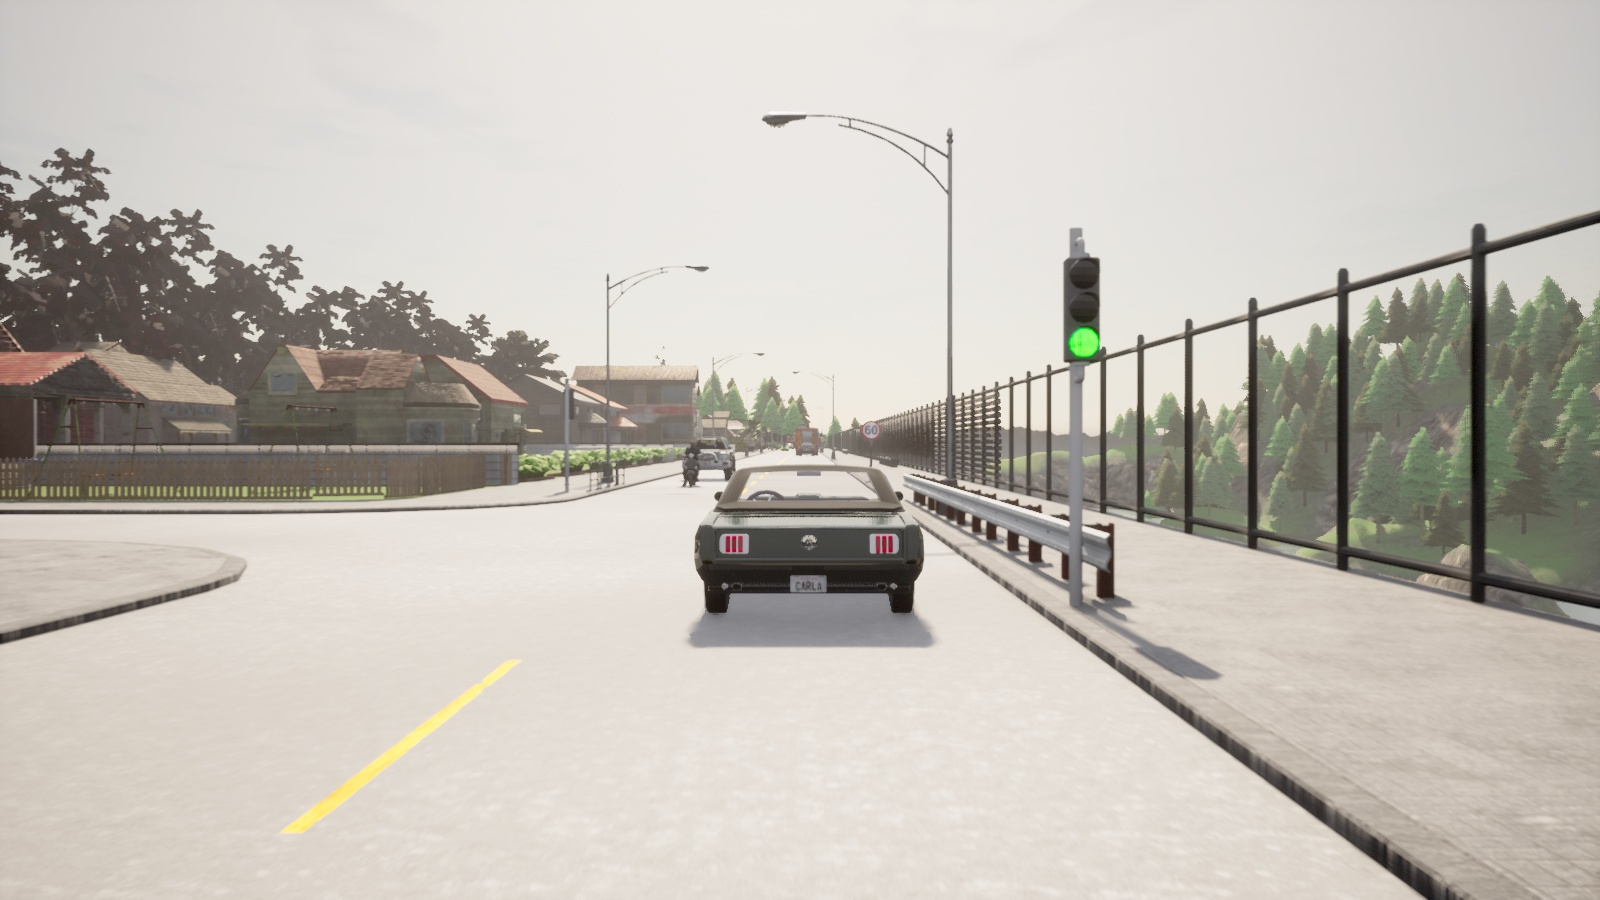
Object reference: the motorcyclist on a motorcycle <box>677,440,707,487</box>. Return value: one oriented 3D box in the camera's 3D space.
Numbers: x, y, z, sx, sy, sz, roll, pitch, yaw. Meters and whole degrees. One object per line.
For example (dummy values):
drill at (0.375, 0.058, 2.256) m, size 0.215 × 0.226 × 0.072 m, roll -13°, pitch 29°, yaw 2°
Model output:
motorcyclist on a motorcycle at (-3.738, 0.467, 43.514) m, size 0.866 × 1.590 × 1.817 m, roll 0°, pitch 0°, yaw 0°

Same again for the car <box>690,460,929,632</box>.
car at (0.085, 0.782, 12.320) m, size 1.895 × 1.301 × 4.718 m, roll 0°, pitch 0°, yaw 0°

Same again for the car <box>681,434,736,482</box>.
car at (-3.693, 0.285, 51.432) m, size 1.932 × 1.855 × 4.605 m, roll 0°, pitch 1°, yaw 0°
